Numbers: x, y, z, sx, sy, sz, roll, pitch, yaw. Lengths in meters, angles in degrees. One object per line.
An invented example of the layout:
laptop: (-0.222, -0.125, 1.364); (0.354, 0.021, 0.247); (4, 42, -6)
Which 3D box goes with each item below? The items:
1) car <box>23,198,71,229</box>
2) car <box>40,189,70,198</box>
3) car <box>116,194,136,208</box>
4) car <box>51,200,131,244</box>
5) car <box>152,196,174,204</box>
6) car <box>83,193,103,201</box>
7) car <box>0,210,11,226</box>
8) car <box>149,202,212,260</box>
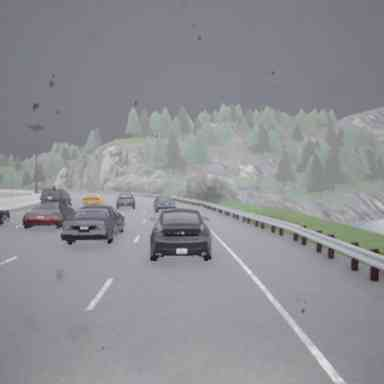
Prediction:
car: (-8.126, 1.256, 19.332); (1.994, 1.385, 4.181); (0, 1, -6)
car: (-13.824, 0.685, 33.812); (2.150, 2.045, 5.566); (0, 1, -11)
car: (-7.006, 0.930, 35.245); (2.128, 1.511, 4.902); (0, 1, -11)
car: (-4.112, 1.315, 14.518); (2.033, 1.411, 5.357); (0, 1, -5)
car: (-2.608, 1.057, 30.754); (2.033, 1.411, 5.357); (0, 1, -9)
car: (-10.796, 0.899, 36.439); (1.882, 1.535, 5.008); (0, 1, -11)
car: (-11.422, 1.323, 17.481); (1.895, 1.301, 4.718); (0, 1, -6)
car: (-0.422, 1.320, 11.584); (1.837, 1.490, 4.892); (0, 1, -3)
